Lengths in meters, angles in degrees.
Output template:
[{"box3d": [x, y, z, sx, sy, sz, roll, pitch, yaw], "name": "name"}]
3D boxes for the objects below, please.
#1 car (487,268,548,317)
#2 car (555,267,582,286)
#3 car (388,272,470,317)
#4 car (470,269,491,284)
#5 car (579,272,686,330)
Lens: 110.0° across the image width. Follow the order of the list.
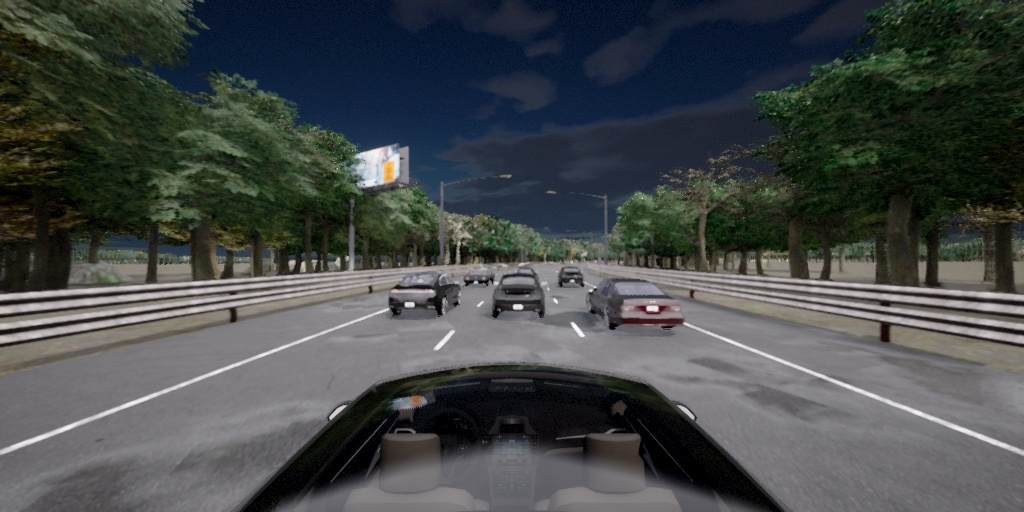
[{"box3d": [0.304, 1.409, 13.969, 1.837, 1.490, 4.892, 0, 0, 3], "name": "car"}, {"box3d": [4.593, 1.596, 28.526, 1.837, 1.490, 4.892, 0, 0, 5], "name": "car"}, {"box3d": [-3.197, 1.392, 14.016, 2.128, 1.511, 4.902, 0, -1, 3], "name": "car"}, {"box3d": [-2.448, 1.683, 28.336, 1.895, 1.301, 4.718, 0, -1, 5], "name": "car"}, {"box3d": [3.699, 1.424, 11.693, 2.033, 1.411, 5.357, 0, -1, 2], "name": "car"}]
